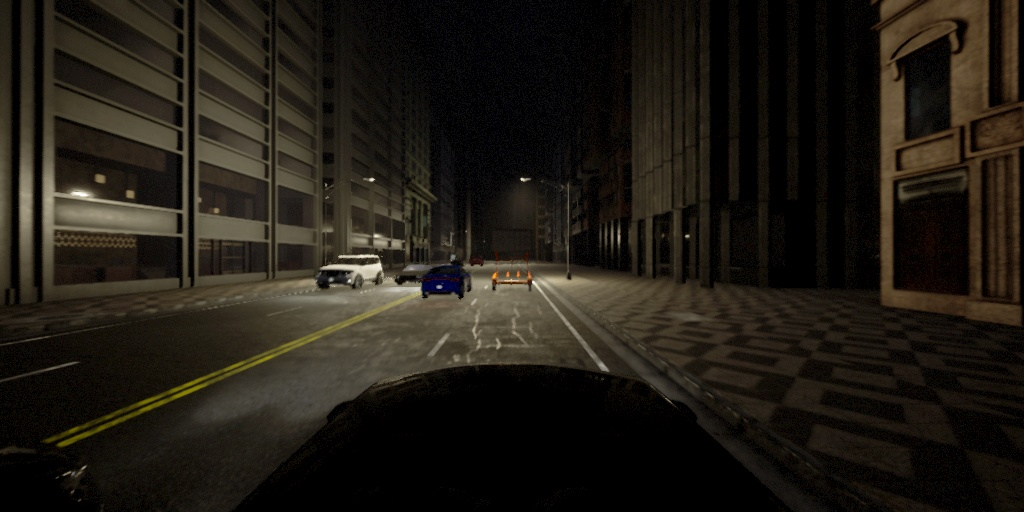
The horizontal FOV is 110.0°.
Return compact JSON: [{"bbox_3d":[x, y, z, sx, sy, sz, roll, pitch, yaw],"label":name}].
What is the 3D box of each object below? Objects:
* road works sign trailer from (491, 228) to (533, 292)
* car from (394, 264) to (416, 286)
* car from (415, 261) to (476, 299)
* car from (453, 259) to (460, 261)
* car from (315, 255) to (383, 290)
[{"bbox_3d":[-0.003,0.181,21.026,2.380,3.560,2.880,0,0,0],"label":"road works sign trailer"},{"bbox_3d":[-6.603,1.261,25.261,2.033,1.411,5.357,0,0,0],"label":"car"},{"bbox_3d":[-3.164,1.197,18.054,1.882,1.535,5.008,0,0,0],"label":"car"},{"bbox_3d":[-9.780,1.300,64.013,1.994,1.385,4.181,0,0,1],"label":"car"},{"bbox_3d":[-9.852,0.939,22.283,2.150,2.045,5.566,0,0,0],"label":"car"}]
